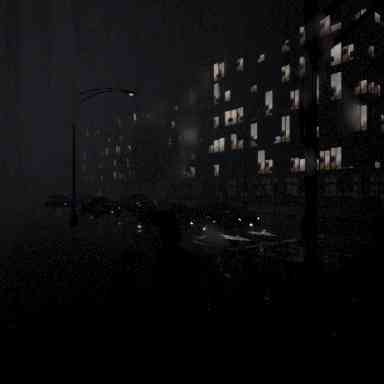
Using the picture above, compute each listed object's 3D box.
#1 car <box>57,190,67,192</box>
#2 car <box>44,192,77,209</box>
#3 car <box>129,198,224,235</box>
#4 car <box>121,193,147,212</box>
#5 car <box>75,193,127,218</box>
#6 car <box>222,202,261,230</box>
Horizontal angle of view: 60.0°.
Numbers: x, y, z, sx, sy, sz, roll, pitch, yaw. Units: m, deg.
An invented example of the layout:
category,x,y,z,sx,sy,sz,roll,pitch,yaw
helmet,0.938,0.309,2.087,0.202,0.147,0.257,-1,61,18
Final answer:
category,x,y,z,sx,sy,sz,roll,pitch,yaw
car,-25.417,0.301,64.816,1.812,1.442,4.674,0,1,-38
car,-13.253,0.948,33.186,1.994,1.385,4.181,0,1,-38
car,-1.039,1.293,17.662,2.033,1.411,5.357,0,1,-38
car,-4.623,0.913,27.461,2.097,1.767,4.553,0,1,-38
car,-7.053,1.093,25.287,1.812,1.442,4.674,0,1,-38
car,1.566,1.291,19.660,2.033,1.411,5.357,0,1,-36
